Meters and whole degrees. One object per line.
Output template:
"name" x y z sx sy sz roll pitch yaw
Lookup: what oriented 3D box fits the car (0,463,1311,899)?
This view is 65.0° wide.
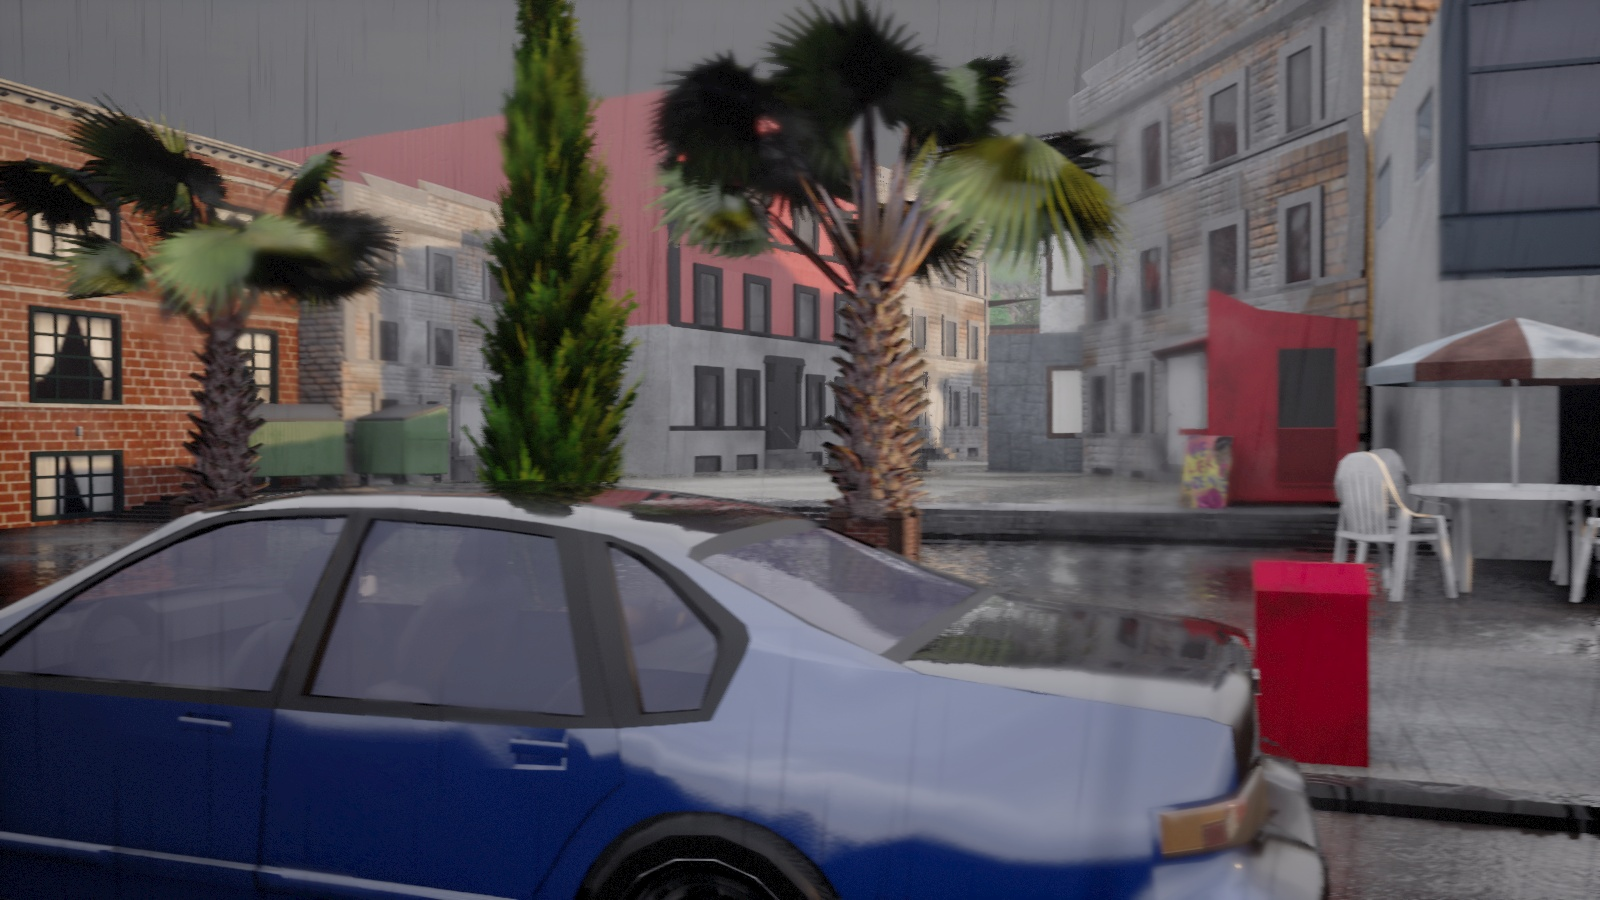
"car" -1.273 0.803 4.148 5.357 1.411 2.033 1 1 19
